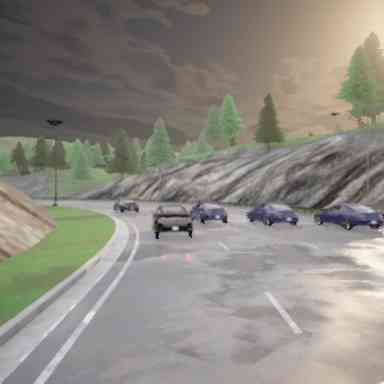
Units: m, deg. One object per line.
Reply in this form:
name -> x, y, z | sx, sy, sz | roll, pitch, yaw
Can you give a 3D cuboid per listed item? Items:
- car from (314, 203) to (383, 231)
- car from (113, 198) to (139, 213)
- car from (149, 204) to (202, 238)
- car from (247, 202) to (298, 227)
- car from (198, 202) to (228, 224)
car -> 9.092, 1.390, 19.598 | 1.812, 1.442, 4.674 | 0, 0, -10
car -> -6.846, 1.387, 34.381 | 1.812, 1.442, 4.674 | 0, 0, -26
car -> -1.128, 1.411, 17.319 | 2.128, 1.511, 4.902 | 0, 0, -9
car -> 5.134, 1.397, 21.536 | 1.812, 1.442, 4.674 | 0, 0, -12
car -> 1.073, 1.406, 23.460 | 1.812, 1.442, 4.674 | 0, 0, -14
